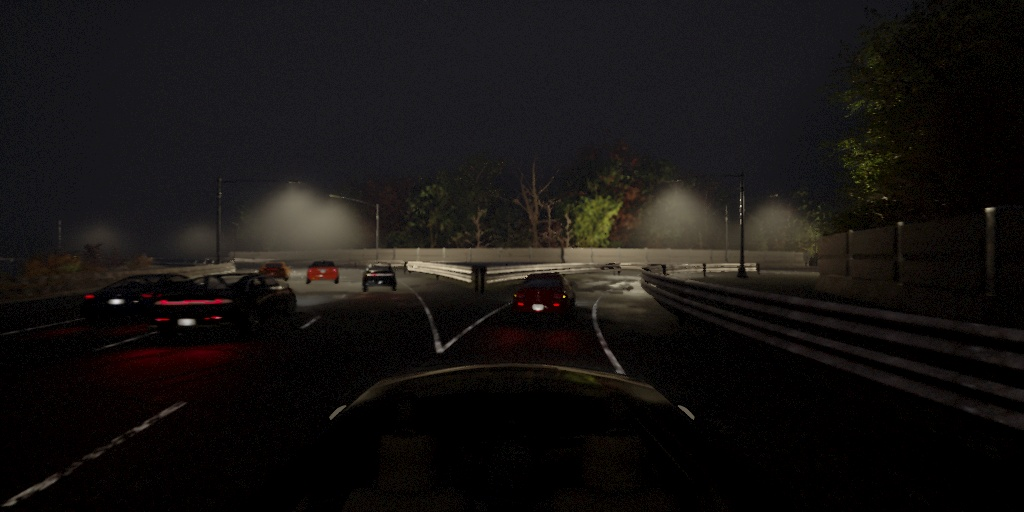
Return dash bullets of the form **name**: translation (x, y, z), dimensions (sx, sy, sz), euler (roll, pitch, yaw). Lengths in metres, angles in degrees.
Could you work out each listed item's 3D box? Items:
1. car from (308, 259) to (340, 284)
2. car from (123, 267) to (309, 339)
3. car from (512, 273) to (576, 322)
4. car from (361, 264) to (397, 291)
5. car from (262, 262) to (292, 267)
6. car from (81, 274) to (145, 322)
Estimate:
- **car**: translation (-14.414, 1.104, 27.507), dimensions (2.097, 1.767, 4.553), euler (0, 0, -26)
- **car**: translation (-7.760, 1.234, 10.198), dimensions (2.128, 1.511, 4.902), euler (0, 0, -15)
- **car**: translation (1.204, 1.299, 12.481), dimensions (1.812, 1.442, 4.674), euler (0, 0, 12)
- **car**: translation (-8.174, 1.253, 22.087), dimensions (2.128, 1.511, 4.902), euler (0, 0, -22)
- **car**: translation (-19.362, 1.218, 29.415), dimensions (1.882, 1.535, 5.008), euler (0, 0, -28)
- **car**: translation (-12.081, 1.296, 12.335), dimensions (1.994, 1.385, 4.181), euler (0, 0, -17)
